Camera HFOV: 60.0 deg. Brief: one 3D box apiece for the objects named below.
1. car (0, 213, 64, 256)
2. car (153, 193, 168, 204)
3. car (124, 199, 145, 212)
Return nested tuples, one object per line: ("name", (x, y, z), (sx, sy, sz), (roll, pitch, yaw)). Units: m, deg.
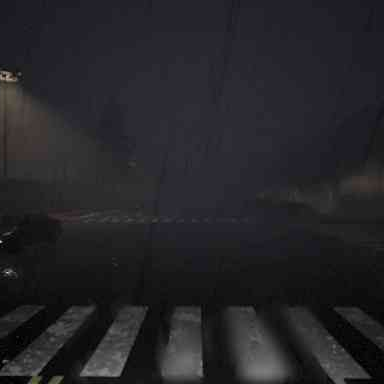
("car", (-7.002, 1.561, 13.463), (2.033, 1.411, 5.357), (0, 0, 0))
("car", (-6.254, 1.293, 66.134), (2.150, 2.045, 5.566), (0, 0, 6))
("car", (-6.784, 1.531, 39.460), (1.882, 1.535, 5.008), (0, 0, 1))
